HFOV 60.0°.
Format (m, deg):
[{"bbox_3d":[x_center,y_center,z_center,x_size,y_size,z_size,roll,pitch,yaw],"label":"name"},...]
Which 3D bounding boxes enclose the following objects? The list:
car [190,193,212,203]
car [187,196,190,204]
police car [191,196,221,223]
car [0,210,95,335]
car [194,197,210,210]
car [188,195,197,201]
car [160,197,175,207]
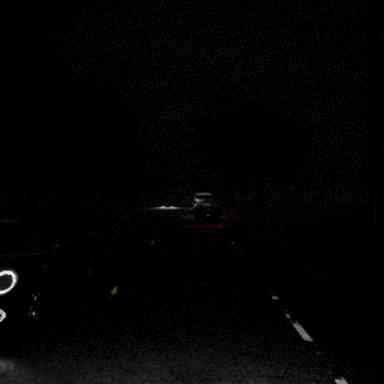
[{"bbox_3d":[1.128,1.120,34.965,2.150,2.045,5.566,1,0,0],"label":"car"},{"bbox_3d":[0.054,1.420,59.214,1.994,1.385,4.181,1,0,0],"label":"car"},{"bbox_3d":[1.083,1.367,25.037,1.930,1.638,5.238,0,0,0],"label":"police car"},{"bbox_3d":[-3.589,1.338,6.831,2.097,1.767,4.553,0,0,0],"label":"car"},{"bbox_3d":[1.129,1.410,40.948,1.837,1.490,4.892,0,-1,0],"label":"car"},{"bbox_3d":[0.070,1.319,74.641,1.994,1.385,4.181,0,0,0],"label":"car"},{"bbox_3d":[-3.498,1.479,49.091,1.994,1.385,4.181,0,0,0],"label":"car"}]
